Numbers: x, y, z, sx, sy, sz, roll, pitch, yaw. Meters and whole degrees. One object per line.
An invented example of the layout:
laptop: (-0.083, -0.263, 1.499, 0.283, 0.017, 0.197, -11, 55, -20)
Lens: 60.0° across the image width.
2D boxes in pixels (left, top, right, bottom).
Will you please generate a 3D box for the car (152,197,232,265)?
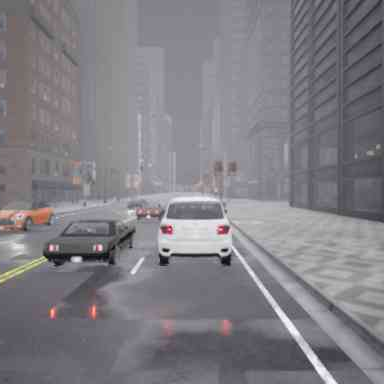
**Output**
car: (0.090, 1.176, 11.613, 2.150, 2.045, 5.566, 0, 0, 0)

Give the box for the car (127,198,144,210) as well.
car: (-6.592, 1.386, 40.659, 2.033, 1.411, 5.357, 0, 0, 0)

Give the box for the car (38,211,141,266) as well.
car: (-3.161, 1.556, 11.358, 1.895, 1.301, 4.718, 0, 0, 0)

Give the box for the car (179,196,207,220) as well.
car: (0.085, 1.243, 27.677, 2.097, 1.767, 4.553, 0, 0, 0)

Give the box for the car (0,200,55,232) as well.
car: (-9.856, 1.275, 19.444, 2.097, 1.767, 4.553, 0, 0, 0)

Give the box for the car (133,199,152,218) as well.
car: (-3.165, 1.496, 26.474, 1.895, 1.301, 4.718, 0, 0, 0)
